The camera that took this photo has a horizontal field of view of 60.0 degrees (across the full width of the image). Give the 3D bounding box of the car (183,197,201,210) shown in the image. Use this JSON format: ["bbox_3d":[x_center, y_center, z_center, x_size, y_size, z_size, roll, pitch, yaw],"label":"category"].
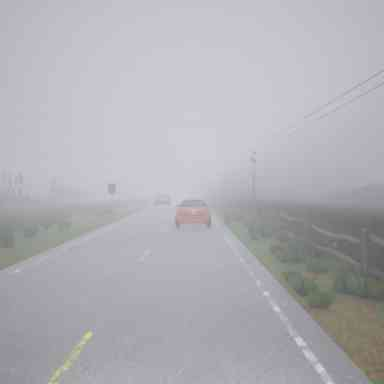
[{"bbox_3d":[0.043,1.267,38.997,1.994,1.385,4.181,0,0,0],"label":"car"}]

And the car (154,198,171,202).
[{"bbox_3d":[-3.256,0.903,38.309,2.033,1.411,5.357,0,0,0],"label":"car"}]

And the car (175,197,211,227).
[{"bbox_3d":[0.069,1.189,21.278,2.097,1.767,4.553,0,0,0],"label":"car"}]
